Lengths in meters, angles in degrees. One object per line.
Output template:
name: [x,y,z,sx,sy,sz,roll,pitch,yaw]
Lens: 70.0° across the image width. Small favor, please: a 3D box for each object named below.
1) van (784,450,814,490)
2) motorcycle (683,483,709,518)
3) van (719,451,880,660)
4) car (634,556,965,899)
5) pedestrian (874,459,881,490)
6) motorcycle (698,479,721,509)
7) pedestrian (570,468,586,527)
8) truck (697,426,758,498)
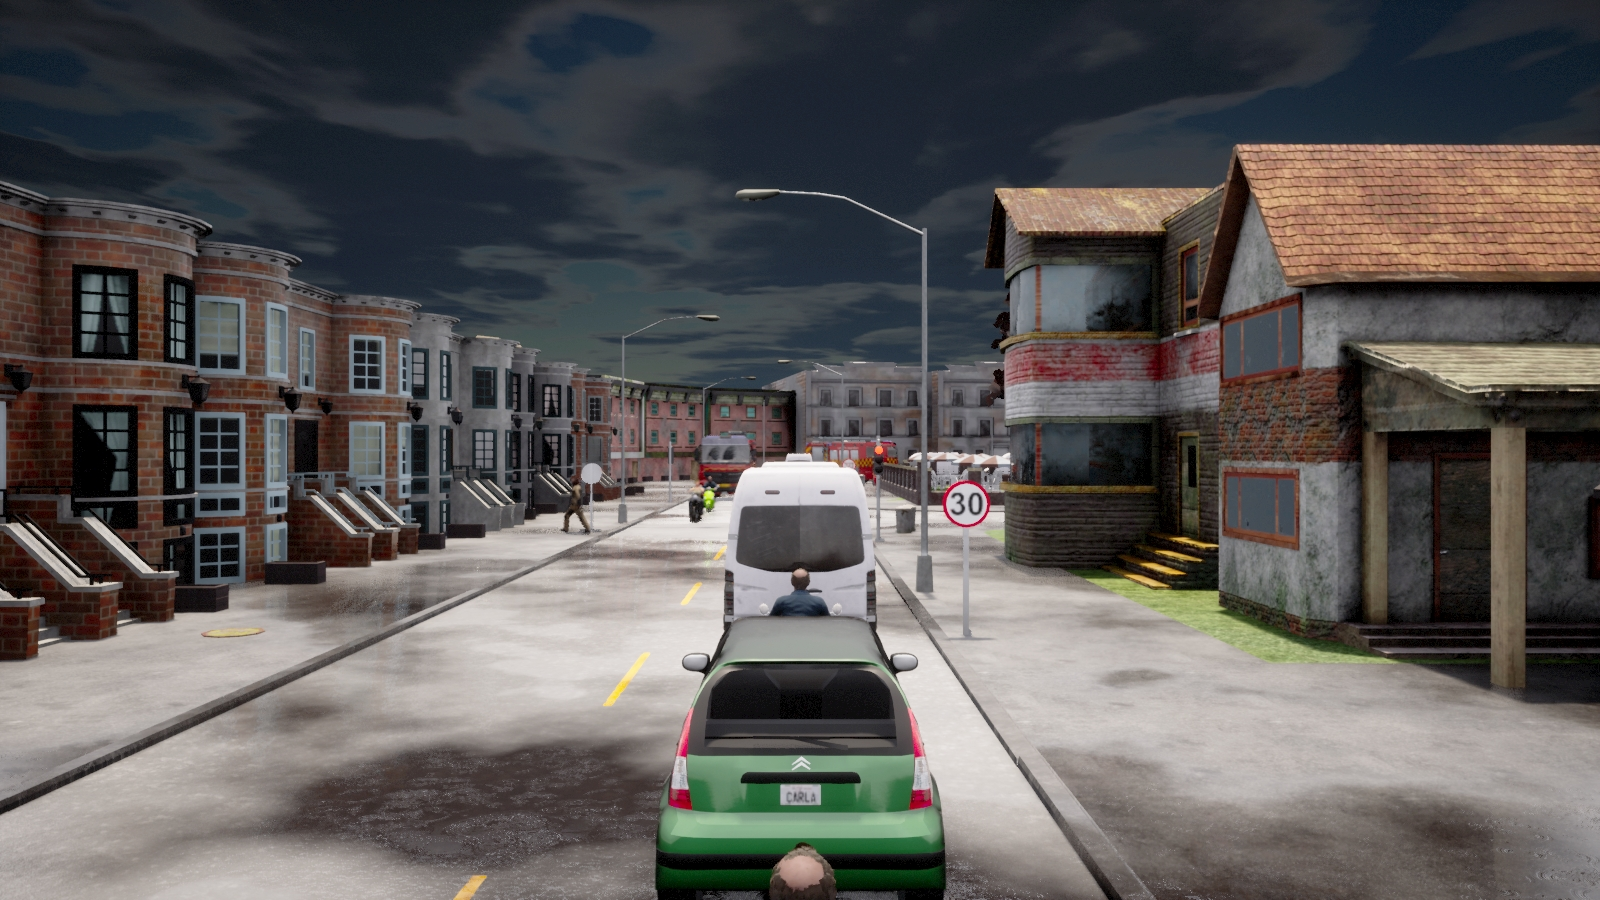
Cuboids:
van: [-0.059,1.286,76.777,1.988,2.561,5.915,0,0,0]
motorcycle: [-4.002,1.933,44.161,0.764,1.277,2.356,0,0,0]
van: [-0.006,1.308,17.043,1.988,2.561,5.915,0,0,0]
car: [-0.003,1.776,8.385,1.851,1.617,3.988,0,0,0]
pedestrian: [4.763,1.499,70.065,0.375,1.860,0.375,0,0,0]
motorcycle: [-4.005,1.943,50.750,0.856,1.236,1.805,0,0,0]
pedestrian: [-7.055,1.512,36.338,0.375,1.860,0.375,0,0,14]
truck: [-4.024,0.646,65.141,2.891,3.827,8.468,0,0,0]
